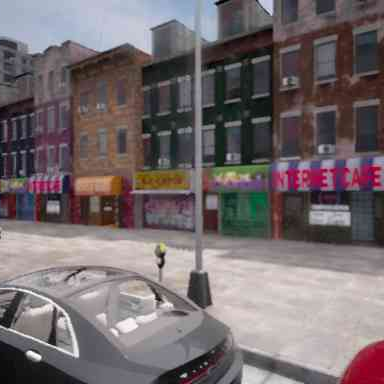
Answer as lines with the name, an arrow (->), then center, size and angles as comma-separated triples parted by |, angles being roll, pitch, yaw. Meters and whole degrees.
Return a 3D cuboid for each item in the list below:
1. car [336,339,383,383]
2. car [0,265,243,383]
car -> 2.891, 1.300, 0.746 | 5.009, 1.841, 2.192 | -1, 0, 35
car -> -1.566, 1.577, 3.924 | 4.403, 1.369, 2.008 | -1, 0, 35
